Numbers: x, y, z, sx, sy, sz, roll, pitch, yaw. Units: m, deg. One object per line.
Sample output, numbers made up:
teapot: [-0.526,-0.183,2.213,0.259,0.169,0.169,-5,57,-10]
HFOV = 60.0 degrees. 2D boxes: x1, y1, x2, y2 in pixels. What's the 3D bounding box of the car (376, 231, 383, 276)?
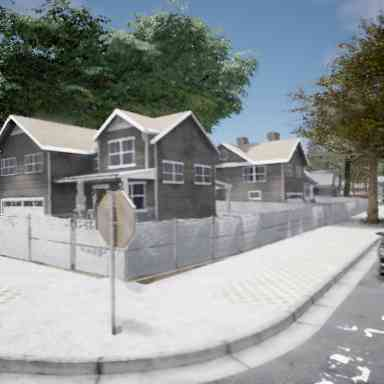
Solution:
car: [6.725,1.517,9.812,2.128,1.511,4.902,-2,-1,36]
